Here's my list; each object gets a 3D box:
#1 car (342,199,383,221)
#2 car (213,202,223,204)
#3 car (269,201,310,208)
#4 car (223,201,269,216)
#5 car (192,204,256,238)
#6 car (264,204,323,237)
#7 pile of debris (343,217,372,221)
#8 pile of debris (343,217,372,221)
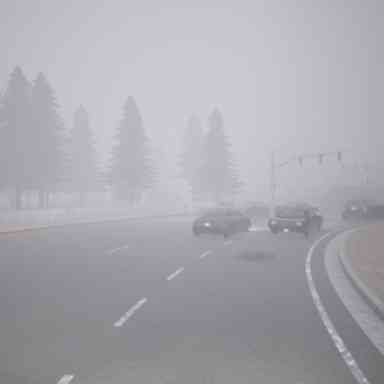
[{"bbox_3d":[14.029,1.331,26.830,4.553,1.767,2.097,0,0,-39],"label":"car"},{"bbox_3d":[2.710,1.571,31.336,1.895,1.301,4.718,0,0,44],"label":"car"},{"bbox_3d":[8.514,1.454,26.831,1.882,1.535,5.008,0,0,44],"label":"car"},{"bbox_3d":[5.022,1.499,28.682,1.812,1.442,4.674,0,0,44],"label":"car"},{"bbox_3d":[1.687,1.547,17.860,1.994,1.385,4.181,0,0,28],"label":"car"},{"bbox_3d":[5.809,1.585,18.194,1.895,1.301,4.718,0,0,32],"label":"car"},{"bbox_3d":[13.363,2.154,26.853,1.860,0.140,1.500,0,0,-38],"label":"pile of debris"},{"bbox_3d":[13.363,2.154,26.853,1.860,0.140,1.500,0,0,-38],"label":"pile of debris"}]
